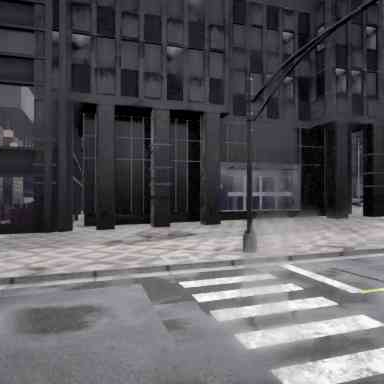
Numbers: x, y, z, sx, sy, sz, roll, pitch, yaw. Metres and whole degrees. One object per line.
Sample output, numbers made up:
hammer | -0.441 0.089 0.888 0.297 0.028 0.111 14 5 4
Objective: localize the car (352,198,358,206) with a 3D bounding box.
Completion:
car | 22.537 1.318 49.292 1.994 1.385 4.181 0 -1 -16
